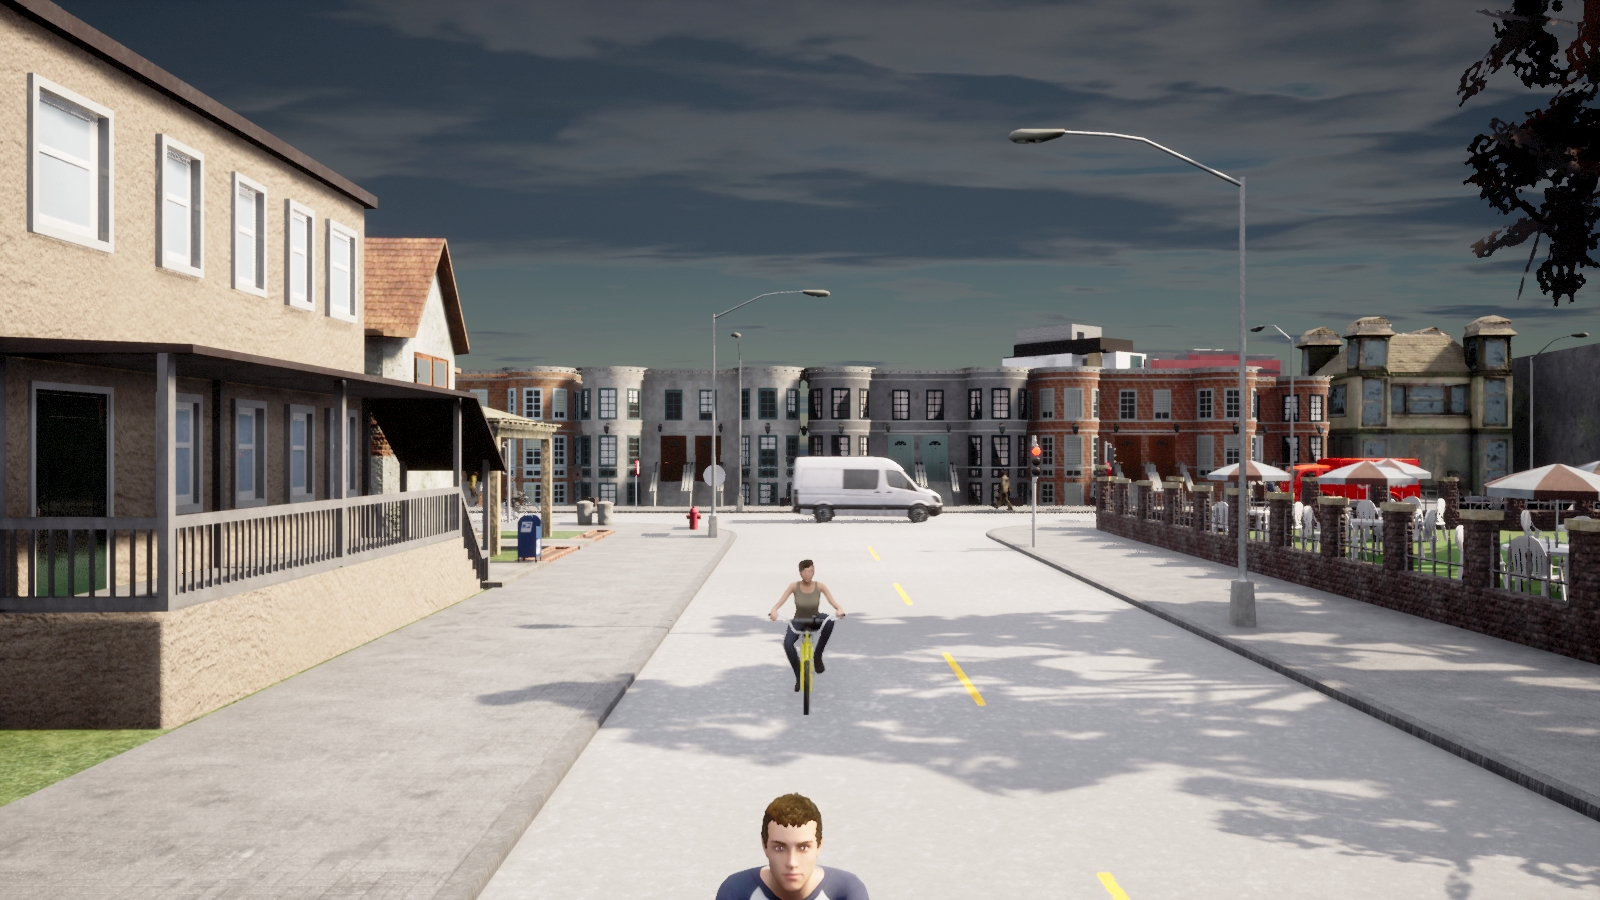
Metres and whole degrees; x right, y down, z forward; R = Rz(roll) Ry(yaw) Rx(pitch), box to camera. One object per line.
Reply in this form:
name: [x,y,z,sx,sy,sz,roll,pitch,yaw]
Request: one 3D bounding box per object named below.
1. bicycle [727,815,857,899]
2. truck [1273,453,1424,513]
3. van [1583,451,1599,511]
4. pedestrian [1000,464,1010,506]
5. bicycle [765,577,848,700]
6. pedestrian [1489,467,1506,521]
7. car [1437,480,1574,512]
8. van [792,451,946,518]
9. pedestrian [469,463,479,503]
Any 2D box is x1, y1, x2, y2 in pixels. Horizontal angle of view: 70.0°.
bicycle: [-0.022,1.938,3.212,0.373,1.296,1.643,0,0,0]
truck: [23.374,1.365,48.875,5.204,2.467,2.627,0,0,0]
van: [37.194,1.334,48.909,5.915,2.561,1.988,0,0,1]
pedestrian: [9.151,1.548,50.986,0.375,1.860,0.375,0,0,28]
bicycle: [0.077,2.044,12.646,0.859,1.080,1.487,0,2,1]
pedestrian: [24.462,1.540,40.086,0.375,1.860,0.375,0,0,0]
car: [30.125,1.955,48.889,4.718,1.301,1.895,0,0,0]
van: [2.646,1.333,44.865,5.915,2.561,1.988,0,0,0]
pedestrian: [-15.353,1.546,53.834,0.375,1.860,0.375,0,0,1]
